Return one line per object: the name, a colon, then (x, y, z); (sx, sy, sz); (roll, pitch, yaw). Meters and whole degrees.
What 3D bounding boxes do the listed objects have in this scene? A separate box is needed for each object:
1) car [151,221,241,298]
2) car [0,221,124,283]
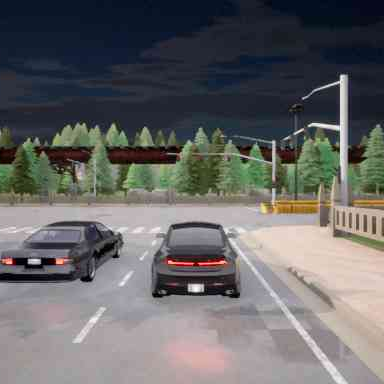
car: (0.101, 1.505, 8.492); (1.837, 1.490, 4.892); (0, 0, 1)
car: (-3.385, 1.547, 9.682); (2.033, 1.411, 5.357); (0, 0, 0)
